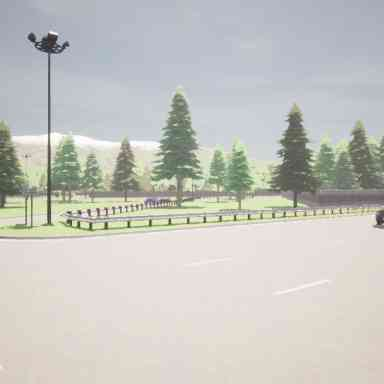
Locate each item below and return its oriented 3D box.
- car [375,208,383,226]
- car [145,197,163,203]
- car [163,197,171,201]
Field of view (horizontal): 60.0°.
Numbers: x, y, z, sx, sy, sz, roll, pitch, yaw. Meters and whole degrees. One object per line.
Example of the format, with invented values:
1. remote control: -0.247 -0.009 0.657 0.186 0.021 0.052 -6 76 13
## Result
1. car: 14.097 1.525 22.363 4.674 1.442 1.812 0 0 -35
2. car: -6.849 1.526 57.449 1.812 1.442 4.674 0 0 6
3. car: -5.648 1.601 69.805 1.895 1.301 4.718 0 0 5
